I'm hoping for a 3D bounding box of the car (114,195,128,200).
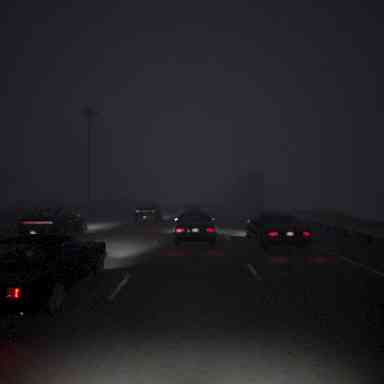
[{"bbox_3d":[-16.917,1.821,81.848,2.128,1.511,4.902,0,0,2],"label":"car"}]

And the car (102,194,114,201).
[{"bbox_3d":[-20.416,1.521,81.913,2.150,2.045,5.566,0,0,2],"label":"car"}]

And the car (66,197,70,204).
[{"bbox_3d":[-27.700,1.812,71.139,2.128,1.511,4.902,0,0,1],"label":"car"}]

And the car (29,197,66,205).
[{"bbox_3d":[-17.476,1.689,40.470,1.812,1.442,4.674,0,0,0],"label":"car"}]

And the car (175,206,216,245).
[{"bbox_3d":[0.143,1.613,15.989,2.033,1.411,5.357,0,0,0],"label":"car"}]

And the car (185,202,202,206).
[{"bbox_3d":[0.199,1.747,35.729,1.895,1.301,4.718,0,0,0],"label":"car"}]

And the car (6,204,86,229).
[{"bbox_3d":[-6.854,1.560,16.786,2.128,1.511,4.902,0,0,0],"label":"car"}]

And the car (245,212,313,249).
[{"bbox_3d":[3.640,1.609,14.799,2.033,1.411,5.357,0,0,0],"label":"car"}]

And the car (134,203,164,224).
[{"bbox_3d":[-3.328,1.598,26.008,2.128,1.511,4.902,0,0,0],"label":"car"}]

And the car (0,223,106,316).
[{"bbox_3d":[-3.381,1.632,7.516,1.895,1.301,4.718,0,0,0],"label":"car"}]

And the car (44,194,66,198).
[{"bbox_3d":[-24.373,1.454,57.580,2.150,2.045,5.566,0,0,1],"label":"car"}]

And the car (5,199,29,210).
[{"bbox_3d":[-20.974,1.672,41.008,1.837,1.490,4.892,0,-1,0],"label":"car"}]
